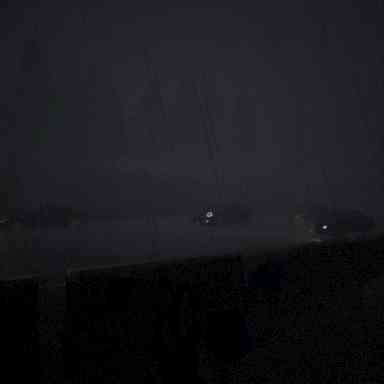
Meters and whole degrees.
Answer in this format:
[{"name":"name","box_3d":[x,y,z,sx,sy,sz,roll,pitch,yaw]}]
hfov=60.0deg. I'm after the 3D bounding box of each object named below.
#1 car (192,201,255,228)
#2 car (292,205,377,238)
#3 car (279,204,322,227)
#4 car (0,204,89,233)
[{"name":"car","box_3d":[2.175,1.436,22.840,4.553,1.767,2.097,0,0,-36]},{"name":"car","box_3d":[8.268,1.667,18.602,5.357,1.411,2.033,0,0,-36]},{"name":"car","box_3d":[8.040,1.613,22.754,4.902,1.511,2.128,1,0,-36]},{"name":"car","box_3d":[-8.585,1.463,19.397,5.008,1.535,1.882,1,0,-36]}]
